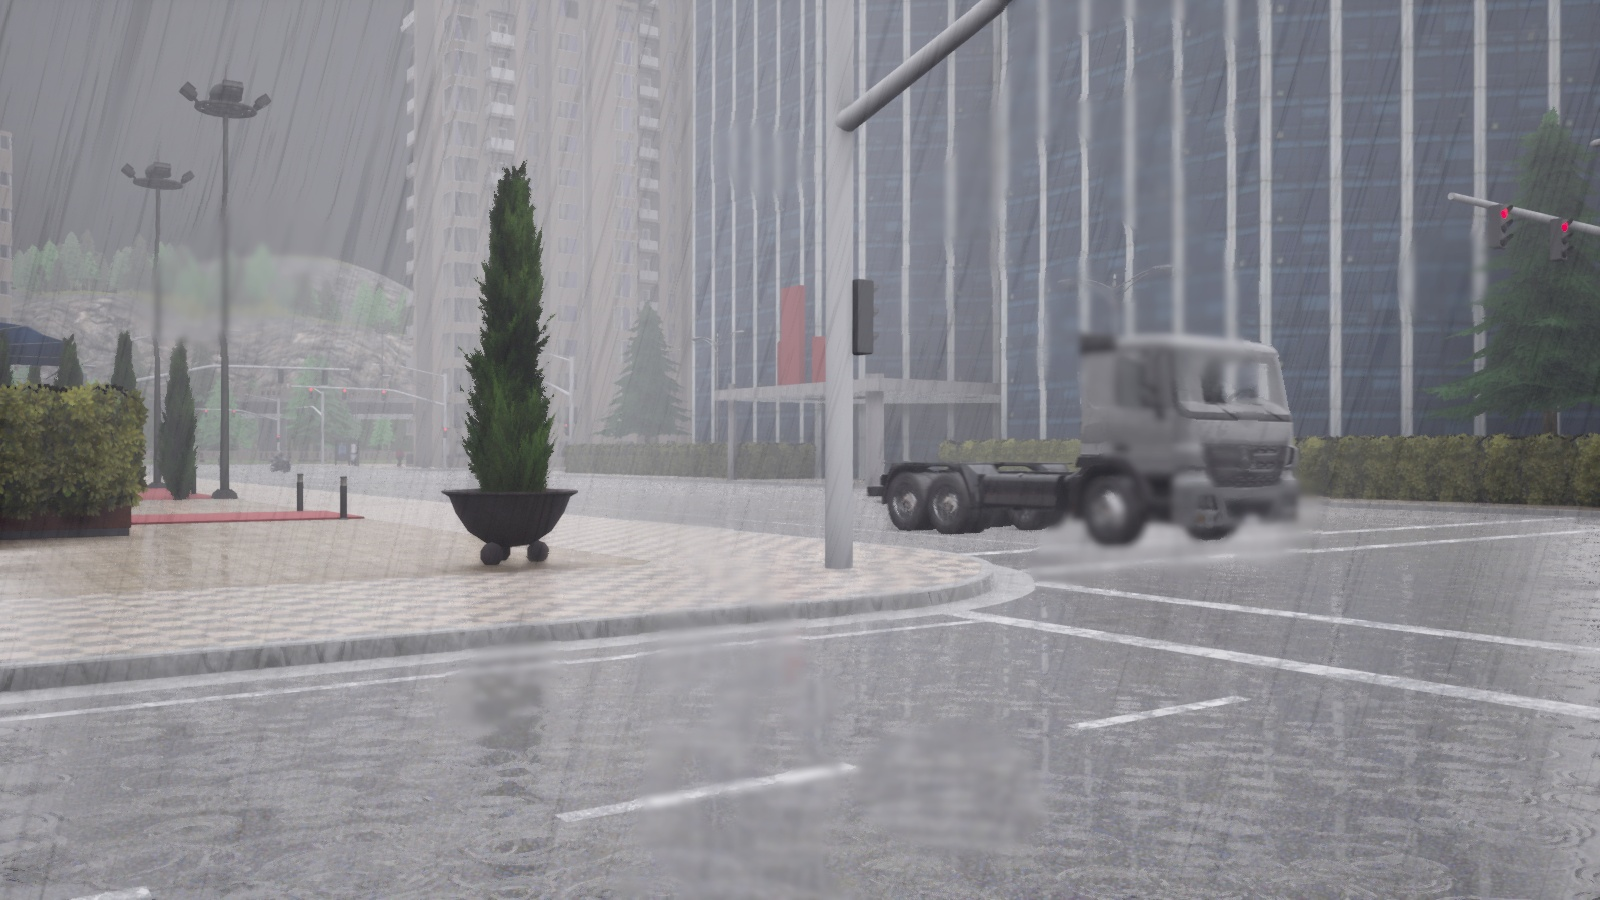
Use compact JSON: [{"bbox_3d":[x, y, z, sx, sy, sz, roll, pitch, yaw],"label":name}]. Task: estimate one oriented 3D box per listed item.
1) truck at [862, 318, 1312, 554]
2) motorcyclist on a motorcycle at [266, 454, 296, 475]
[{"bbox_3d":[4.703,-0.192,22.476,2.891,3.462,7.936,0,0,-35],"label":"truck"},{"bbox_3d":[-37.841,1.084,91.618,2.191,1.530,0.866,0,-1,31],"label":"motorcyclist on a motorcycle"}]
